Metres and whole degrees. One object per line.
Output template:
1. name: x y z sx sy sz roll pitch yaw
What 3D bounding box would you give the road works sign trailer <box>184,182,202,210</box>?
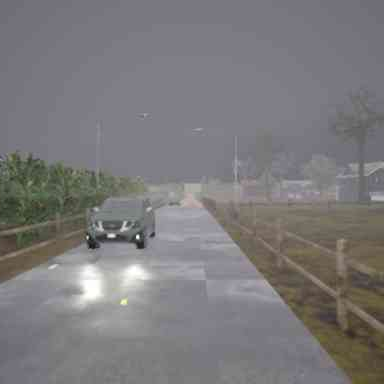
1. road works sign trailer: 0.117 0.505 44.281 2.380 3.560 2.880 0 0 -5

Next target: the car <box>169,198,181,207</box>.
1. car: -2.799 1.651 54.997 2.033 1.411 5.357 0 0 1

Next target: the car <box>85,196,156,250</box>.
1. car: -2.849 1.191 14.537 2.150 2.045 5.566 0 0 0
